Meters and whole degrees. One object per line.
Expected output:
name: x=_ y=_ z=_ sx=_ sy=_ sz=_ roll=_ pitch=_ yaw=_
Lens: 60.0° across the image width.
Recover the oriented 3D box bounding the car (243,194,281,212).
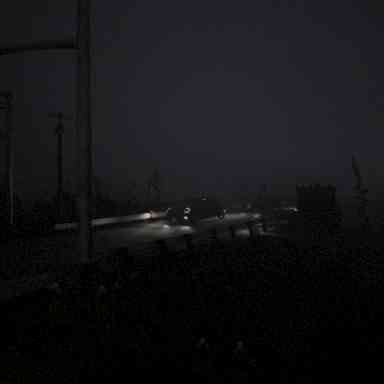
car: x=6.349 y=0.908 z=29.375 sx=2.128 sy=1.511 sz=4.902 roll=-1 pitch=1 yaw=42

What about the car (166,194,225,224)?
car: x=0.289 y=1.066 z=22.582 sx=2.097 sy=1.767 sz=4.553 roll=-1 pitch=2 yaw=40
